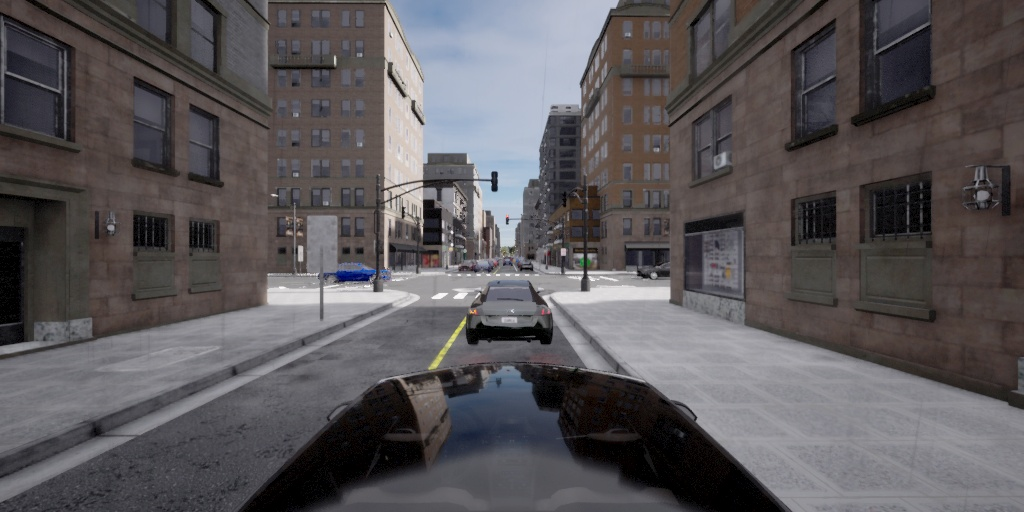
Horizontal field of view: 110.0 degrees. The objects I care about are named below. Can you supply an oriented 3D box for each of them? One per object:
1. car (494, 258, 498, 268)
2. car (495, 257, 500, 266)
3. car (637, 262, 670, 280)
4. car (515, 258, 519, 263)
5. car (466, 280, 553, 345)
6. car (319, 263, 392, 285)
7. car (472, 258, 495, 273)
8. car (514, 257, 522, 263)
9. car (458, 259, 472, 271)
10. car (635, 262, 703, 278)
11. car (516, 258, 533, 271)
[{"bbox_3d":[-3.591,1.348,54.268,2.033,1.411,5.357,0,0,0],"label":"car"},{"bbox_3d":[-3.634,1.297,64.220,1.882,1.535,5.008,0,0,0],"label":"car"},{"bbox_3d":[12.956,1.201,29.967,4.892,1.490,1.837,0,0,-1],"label":"car"},{"bbox_3d":[1.848,1.392,59.625,1.802,1.307,4.207,0,0,0],"label":"car"},{"bbox_3d":[-0.064,1.314,9.532,1.994,1.385,4.181,0,0,0],"label":"car"},{"bbox_3d":[-11.470,1.265,26.512,5.008,1.535,1.882,0,0,-6],"label":"car"},{"bbox_3d":[-3.546,1.310,44.589,1.812,1.442,4.674,0,0,1],"label":"car"},{"bbox_3d":[1.807,1.387,65.135,1.948,1.339,4.313,0,0,0],"label":"car"},{"bbox_3d":[-6.094,1.230,48.543,1.967,1.591,4.097,0,0,0],"label":"car"},{"bbox_3d":[14.481,1.243,33.238,5.357,1.411,2.033,0,0,-1],"label":"car"},{"bbox_3d":[1.931,1.356,48.602,1.948,1.339,4.313,0,0,0],"label":"car"}]
